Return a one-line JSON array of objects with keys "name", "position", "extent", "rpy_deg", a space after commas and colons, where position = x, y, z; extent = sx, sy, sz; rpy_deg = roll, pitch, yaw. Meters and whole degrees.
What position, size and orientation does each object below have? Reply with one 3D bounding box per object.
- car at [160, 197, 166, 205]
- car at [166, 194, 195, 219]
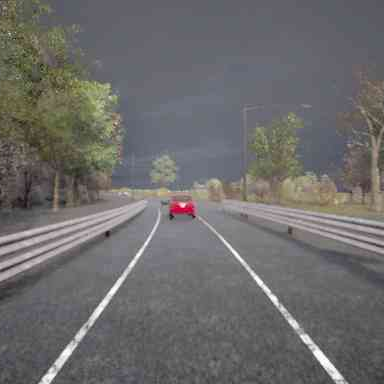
[{"name": "car", "position": [-4.547, 1.588, 58.616], "extent": [1.994, 1.385, 4.181], "rpy_deg": [0, 0, -9]}, {"name": "car", "position": [-0.994, 1.232, 29.851], "extent": [2.150, 2.045, 5.566], "rpy_deg": [0, 0, -5]}]
